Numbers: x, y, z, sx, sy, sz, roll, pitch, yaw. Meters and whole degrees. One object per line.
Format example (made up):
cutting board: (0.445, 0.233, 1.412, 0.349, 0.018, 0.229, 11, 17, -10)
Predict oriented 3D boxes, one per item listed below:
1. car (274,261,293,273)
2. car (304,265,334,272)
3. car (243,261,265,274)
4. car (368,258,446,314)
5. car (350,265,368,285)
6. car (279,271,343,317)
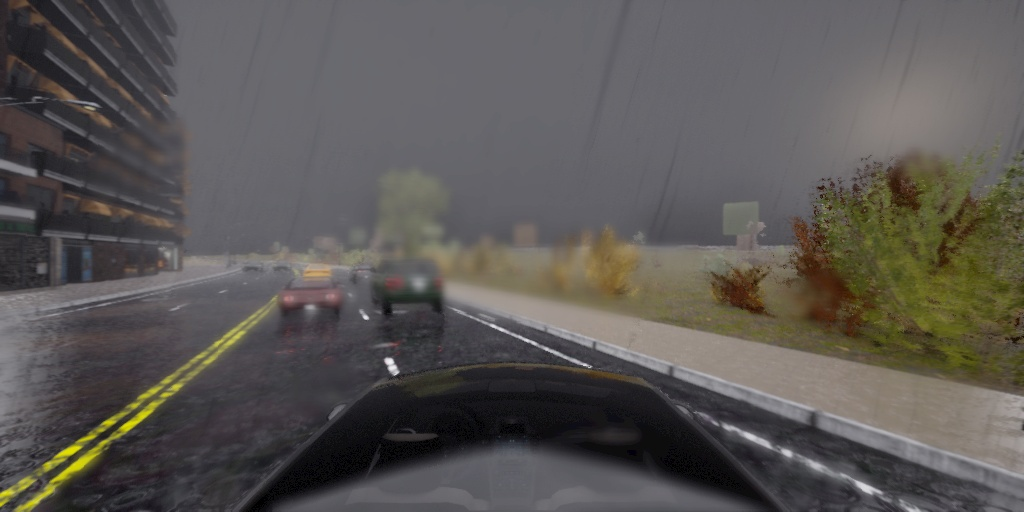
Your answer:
car: (-32.014, 1.455, 50.293, 2.097, 1.767, 4.553, 0, 0, -31)
car: (-15.069, 1.427, 27.988, 1.882, 1.535, 5.008, 0, 0, -28)
car: (-34.335, 1.435, 47.847, 2.097, 1.767, 4.553, 0, 0, -31)
car: (-4.356, 1.079, 14.630, 2.150, 2.045, 5.566, 0, 0, -27)
car: (-11.853, 1.453, 28.876, 2.128, 1.511, 4.902, 0, 0, -28)
car: (-7.577, 1.446, 13.796, 1.895, 1.301, 4.718, 0, -1, -27)
